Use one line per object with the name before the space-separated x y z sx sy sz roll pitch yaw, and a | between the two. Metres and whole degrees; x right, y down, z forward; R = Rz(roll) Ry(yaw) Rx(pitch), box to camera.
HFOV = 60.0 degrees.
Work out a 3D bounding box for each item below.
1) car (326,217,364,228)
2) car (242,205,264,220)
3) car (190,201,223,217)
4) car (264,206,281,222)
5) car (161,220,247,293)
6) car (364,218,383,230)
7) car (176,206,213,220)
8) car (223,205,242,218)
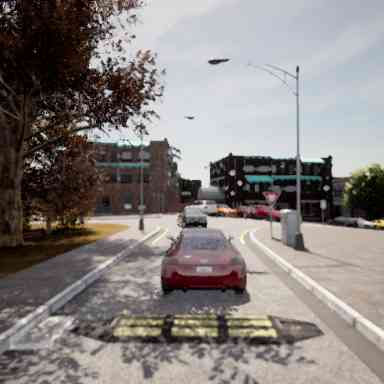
car | 21.775 4.324 48.372 2.002 1.452 4.674 6 -3 -30
car | 7.018 2.728 45.488 2.185 1.767 4.553 6 -3 -32
car | 1.184 2.192 44.302 2.435 2.045 5.566 1 -2 -31
car | 10.006 2.892 46.096 2.435 2.045 5.566 7 -4 -31
car | 0.251 1.672 9.115 1.994 1.385 4.181 0 -1 0
car | 24.737 4.611 48.936 2.002 1.452 4.674 7 -4 -30
car | -0.087 2.076 26.277 2.033 1.411 5.357 0 -1 -9
car | 4.054 2.481 44.939 2.185 1.767 4.553 4 -3 -32
